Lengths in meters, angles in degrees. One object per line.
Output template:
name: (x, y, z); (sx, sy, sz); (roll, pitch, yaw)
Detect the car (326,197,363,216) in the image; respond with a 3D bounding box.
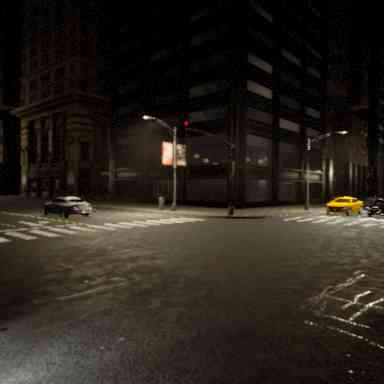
car: (13.732, 1.211, 29.829); (1.882, 1.535, 5.008); (1, 1, 43)

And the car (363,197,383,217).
car: (16.104, 1.293, 27.604); (1.837, 1.490, 4.892); (1, 1, 43)

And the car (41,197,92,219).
car: (-8.989, 1.055, 23.789); (4.674, 1.442, 1.812); (2, 1, 41)

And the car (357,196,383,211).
car: (20.342, 1.249, 37.025); (2.033, 1.411, 5.357); (1, 1, 43)
